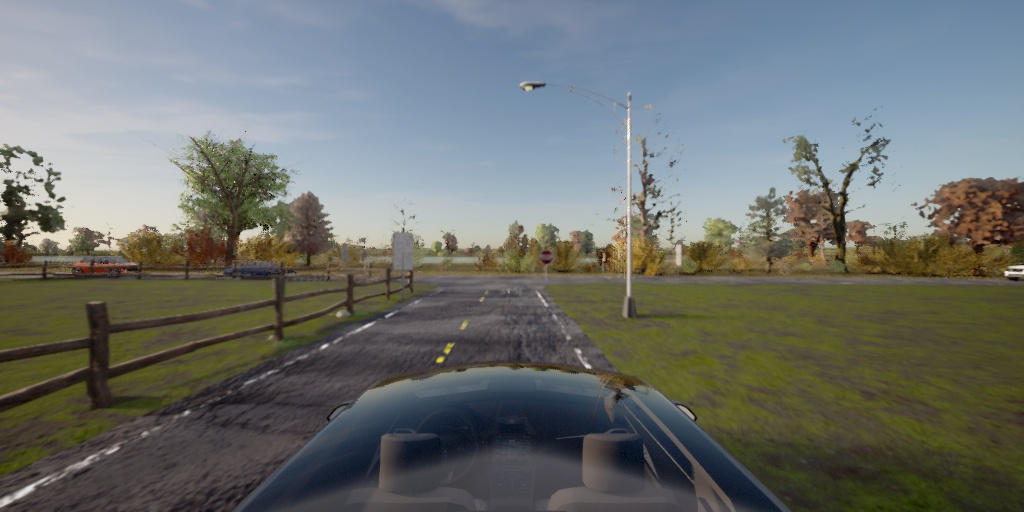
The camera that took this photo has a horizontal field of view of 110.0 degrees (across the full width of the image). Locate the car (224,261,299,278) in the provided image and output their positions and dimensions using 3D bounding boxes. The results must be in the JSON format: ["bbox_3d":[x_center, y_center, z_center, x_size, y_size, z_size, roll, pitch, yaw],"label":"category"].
[{"bbox_3d":[-21.172,1.153,30.391,5.357,1.411,2.033,1,0,0],"label":"car"}]

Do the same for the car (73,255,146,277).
[{"bbox_3d":[-34.020,0.839,30.434,4.553,1.767,2.097,0,0,0],"label":"car"}]

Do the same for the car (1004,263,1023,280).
[{"bbox_3d":[49.094,1.284,32.925,5.566,2.045,2.150,0,0,0],"label":"car"}]
